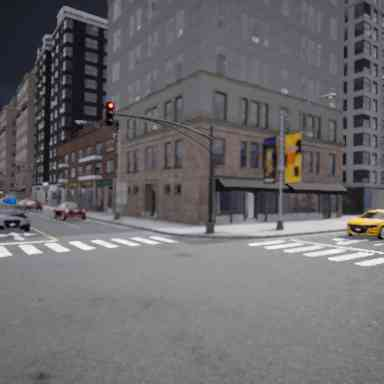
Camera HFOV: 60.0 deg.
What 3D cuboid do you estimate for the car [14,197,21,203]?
[{"bbox_3d":[-23.342,1.671,46.856,1.752,1.417,4.829,1,-1,-35],"label":"car"}]

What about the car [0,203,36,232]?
[{"bbox_3d":[-10.955,1.593,19.792,1.994,1.385,4.181,1,-1,-36],"label":"car"}]

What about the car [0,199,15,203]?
[{"bbox_3d":[-16.339,1.575,27.420,2.033,1.411,5.357,1,-1,-35],"label":"car"}]

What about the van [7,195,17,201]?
[{"bbox_3d":[-32.676,1.508,60.086,1.690,1.788,3.998,1,-1,-35],"label":"van"}]

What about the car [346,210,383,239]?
[{"bbox_3d":[11.082,1.812,19.570,5.008,1.535,1.882,1,-1,-35],"label":"car"}]

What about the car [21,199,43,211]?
[{"bbox_3d":[-20.100,1.723,42.261,1.802,1.307,4.206,1,-1,-35],"label":"car"}]

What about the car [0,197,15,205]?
[{"bbox_3d":[-35.824,1.740,64.539,1.947,1.339,4.313,1,-1,-35],"label":"car"}]

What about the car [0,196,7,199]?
[{"bbox_3d":[-33.391,1.714,56.693,1.895,1.301,4.718,1,-1,-35],"label":"car"}]

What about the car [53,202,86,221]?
[{"bbox_3d":[-10.662,1.575,28.897,1.967,1.590,4.097,1,-1,-35],"label":"car"}]

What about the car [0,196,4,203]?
[{"bbox_3d":[-45.357,1.721,78.045,1.752,1.417,4.829,1,-1,-35],"label":"car"}]
